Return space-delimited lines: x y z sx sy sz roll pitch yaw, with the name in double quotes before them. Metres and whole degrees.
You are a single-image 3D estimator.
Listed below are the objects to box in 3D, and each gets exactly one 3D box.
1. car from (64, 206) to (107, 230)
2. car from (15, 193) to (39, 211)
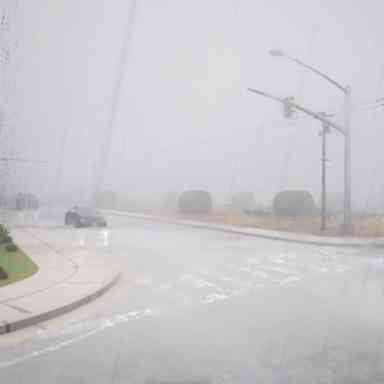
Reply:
"car" -7.233 1.672 22.342 1.812 1.442 4.674 1 1 -34
"car" -21.304 1.189 42.884 2.150 2.045 5.566 1 0 -34
